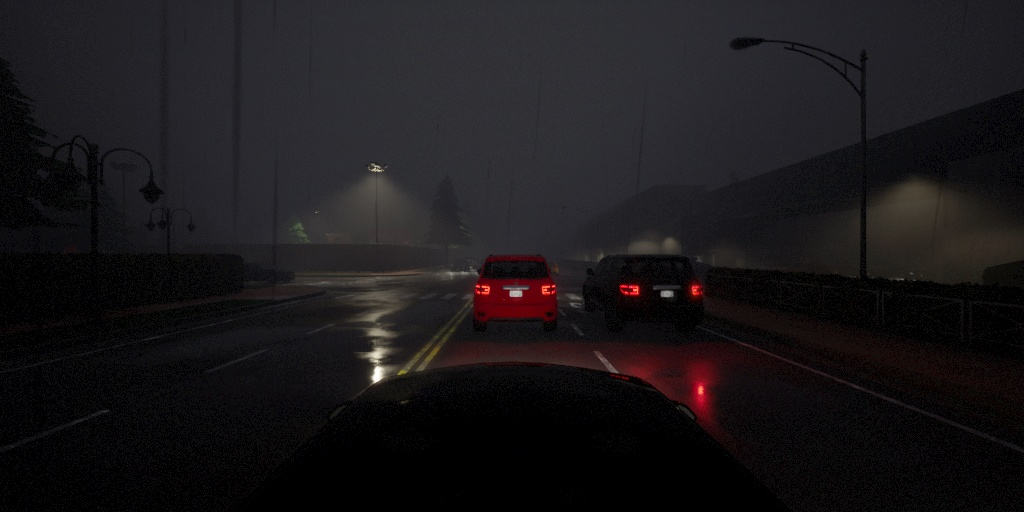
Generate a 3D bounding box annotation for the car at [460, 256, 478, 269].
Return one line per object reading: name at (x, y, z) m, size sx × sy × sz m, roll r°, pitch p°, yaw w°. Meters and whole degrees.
car at (-6.724, 0.972, 56.679) m, size 2.150 × 2.045 × 5.566 m, roll 0°, pitch 0°, yaw 1°

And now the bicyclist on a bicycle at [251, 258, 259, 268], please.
bicyclist on a bicycle at (-25.137, 1.037, 35.230) m, size 0.582 × 1.620 × 1.656 m, roll 0°, pitch 0°, yaw 0°

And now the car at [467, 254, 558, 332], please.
car at (0.071, 0.971, 11.044) m, size 2.150 × 2.045 × 5.566 m, roll 0°, pitch 0°, yaw 0°

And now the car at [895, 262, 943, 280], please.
car at (35.865, 1.314, 30.392) m, size 4.181 × 1.385 × 1.994 m, roll 0°, pitch 0°, yaw 0°

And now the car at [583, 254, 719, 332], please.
car at (3.642, 0.971, 10.981) m, size 2.150 × 2.045 × 5.566 m, roll 0°, pitch 0°, yaw 1°

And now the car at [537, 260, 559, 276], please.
car at (3.756, 1.227, 37.881) m, size 1.882 × 1.535 × 5.008 m, roll 0°, pitch 0°, yaw 1°

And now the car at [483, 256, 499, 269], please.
car at (-3.219, 0.971, 56.923) m, size 2.150 × 2.045 × 5.566 m, roll 0°, pitch 0°, yaw 0°

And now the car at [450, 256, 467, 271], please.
car at (-6.832, 1.102, 47.454) m, size 2.097 × 1.767 × 4.553 m, roll 0°, pitch 0°, yaw 1°

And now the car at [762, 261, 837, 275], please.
car at (24.584, 1.228, 30.434) m, size 5.008 × 1.535 × 1.882 m, roll 0°, pitch 0°, yaw 0°

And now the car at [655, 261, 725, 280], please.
car at (15.006, 1.228, 30.466) m, size 5.008 × 1.535 × 1.882 m, roll 0°, pitch 0°, yaw 0°

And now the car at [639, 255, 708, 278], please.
car at (15.177, 0.971, 33.983) m, size 5.566 × 2.045 × 2.150 m, roll 0°, pitch 0°, yaw 1°

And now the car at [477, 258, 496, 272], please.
car at (-3.333, 1.102, 47.331) m, size 2.097 × 1.767 × 4.553 m, roll 0°, pitch 0°, yaw 1°

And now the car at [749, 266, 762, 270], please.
car at (24.943, 1.276, 33.920) m, size 4.674 × 1.442 × 1.812 m, roll 0°, pitch 0°, yaw 0°

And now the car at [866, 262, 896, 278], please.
car at (36.333, 1.298, 33.889) m, size 5.357 × 1.411 × 2.033 m, roll 0°, pitch 0°, yaw 0°

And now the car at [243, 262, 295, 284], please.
car at (-18.605, 1.211, 26.231) m, size 5.008 × 1.535 × 1.882 m, roll 0°, pitch 0°, yaw 0°
